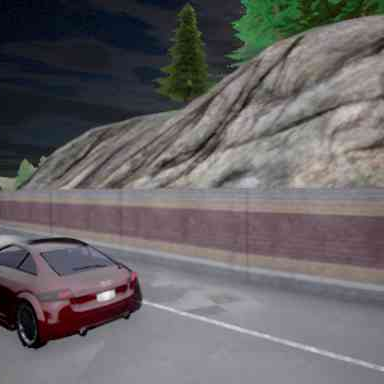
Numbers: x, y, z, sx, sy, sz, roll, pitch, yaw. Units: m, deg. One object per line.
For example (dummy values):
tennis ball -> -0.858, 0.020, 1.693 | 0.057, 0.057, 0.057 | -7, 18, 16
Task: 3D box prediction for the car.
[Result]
car -> -2.904, 1.575, 6.383 | 4.181, 1.385, 1.994 | 0, 0, 38
